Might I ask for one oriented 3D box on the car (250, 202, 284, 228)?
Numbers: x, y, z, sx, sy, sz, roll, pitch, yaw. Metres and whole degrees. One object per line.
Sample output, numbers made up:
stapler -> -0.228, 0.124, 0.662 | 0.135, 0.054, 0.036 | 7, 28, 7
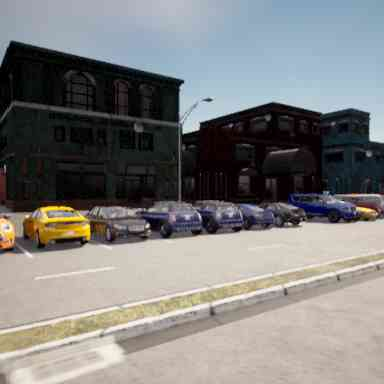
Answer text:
car -> 3.065, 1.452, 20.874 | 2.002, 1.452, 4.674 | 0, 0, -35

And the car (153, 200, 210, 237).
car -> -1.447, 1.276, 17.626 | 2.185, 1.767, 4.553 | 0, 0, -35

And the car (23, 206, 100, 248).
car -> -5.987, 1.396, 14.425 | 2.097, 1.535, 5.008 | 0, 0, -35

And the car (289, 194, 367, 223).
car -> 9.872, 1.185, 25.689 | 2.435, 2.045, 5.566 | 0, 0, -35

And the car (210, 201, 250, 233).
car -> 0.818, 1.281, 19.238 | 2.185, 1.767, 4.553 | 0, 0, -35

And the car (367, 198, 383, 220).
car -> 12.225, 1.444, 27.172 | 1.946, 1.575, 5.366 | 0, 0, -35

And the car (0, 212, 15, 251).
car -> -8.273, 1.268, 12.841 | 2.185, 1.767, 4.553 | 0, 0, -35

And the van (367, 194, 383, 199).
van -> 14.450, 1.233, 28.841 | 1.878, 1.987, 4.442 | 0, 0, -35

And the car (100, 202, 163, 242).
car -> -3.731, 1.399, 16.044 | 2.231, 1.521, 4.892 | 0, 0, -35

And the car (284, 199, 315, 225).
car -> 5.331, 1.420, 22.483 | 2.231, 1.521, 4.892 | 0, 0, -35
